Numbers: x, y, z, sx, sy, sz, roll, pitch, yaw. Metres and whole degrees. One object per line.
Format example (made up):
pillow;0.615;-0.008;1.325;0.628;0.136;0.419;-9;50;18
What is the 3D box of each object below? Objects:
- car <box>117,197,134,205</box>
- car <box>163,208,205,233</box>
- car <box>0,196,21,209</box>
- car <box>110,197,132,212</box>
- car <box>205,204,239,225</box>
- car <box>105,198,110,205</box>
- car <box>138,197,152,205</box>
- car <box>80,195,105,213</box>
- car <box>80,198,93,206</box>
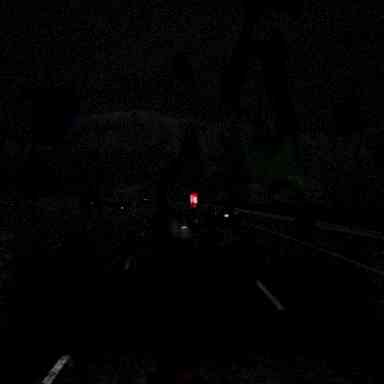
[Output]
car;-12.737;1.676;63.451;2.128;1.511;4.902;-1;0;-24
car;-0.696;1.609;19.727;1.895;1.301;4.718;-1;0;-8
car;-24.345;1.577;44.193;2.150;2.045;5.566;-1;0;-17
car;-8.912;1.634;41.725;1.837;1.490;4.892;0;0;-16
car;1.950;1.532;23.844;1.994;1.385;4.181;-1;0;-9
car;-16.336;1.802;62.840;1.994;1.385;4.181;-1;0;-24
car;-9.086;1.620;63.978;2.128;1.511;4.902;-1;0;-24
car;-12.062;1.398;40.417;2.150;2.045;5.566;0;0;-15
car;-19.812;1.816;62.159;1.812;1.442;4.674;-1;0;-24
